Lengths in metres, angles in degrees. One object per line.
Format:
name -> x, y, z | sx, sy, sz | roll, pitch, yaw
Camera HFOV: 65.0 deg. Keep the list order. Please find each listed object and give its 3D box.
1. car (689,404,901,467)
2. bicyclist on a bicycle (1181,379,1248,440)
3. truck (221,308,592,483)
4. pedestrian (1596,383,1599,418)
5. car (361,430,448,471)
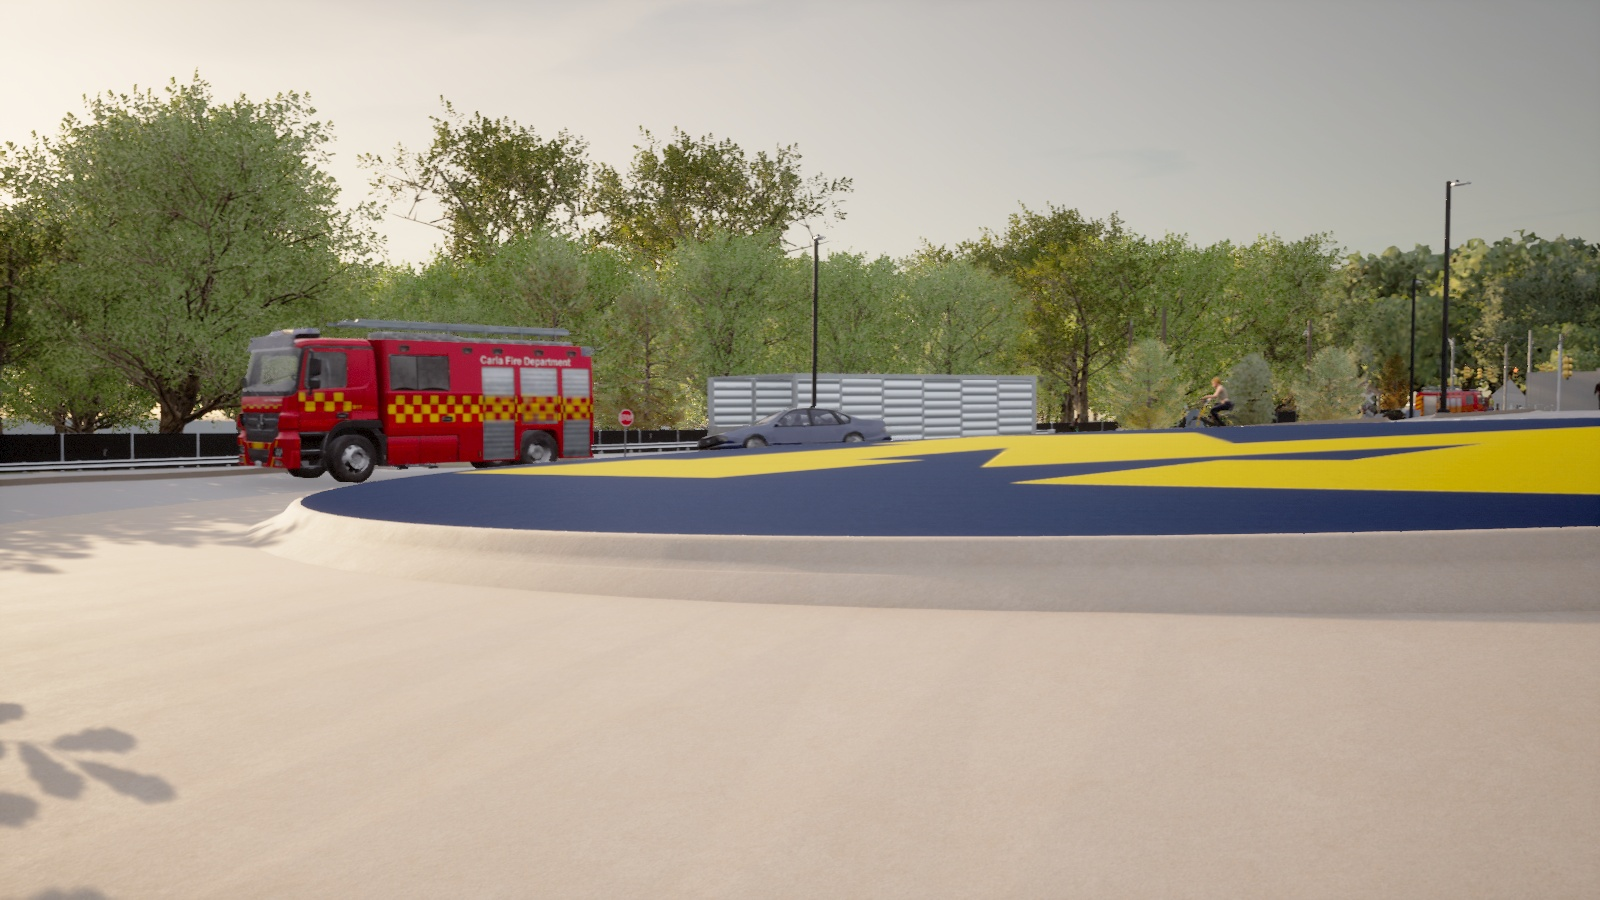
car -> -0.107, -0.405, 34.261 | 5.357, 1.411, 2.033 | -2, -4, -28
bicyclist on a bicycle -> 11.405, -1.095, 34.564 | 1.509, 1.612, 0.866 | -1, 1, 37
truck -> -9.571, -1.312, 31.504 | 2.891, 3.827, 8.468 | 3, 3, 45
pedestrian -> 43.301, -2.682, 67.710 | 0.720, 1.854, 0.376 | 0, 2, -42
car -> -15.981, 0.029, 50.629 | 3.705, 1.549, 1.789 | -1, 2, 45
